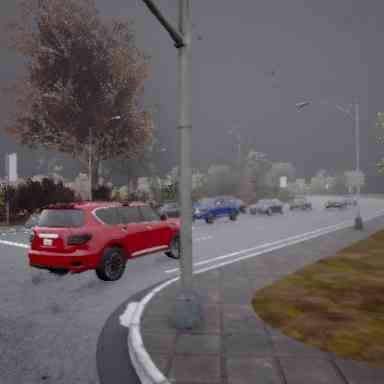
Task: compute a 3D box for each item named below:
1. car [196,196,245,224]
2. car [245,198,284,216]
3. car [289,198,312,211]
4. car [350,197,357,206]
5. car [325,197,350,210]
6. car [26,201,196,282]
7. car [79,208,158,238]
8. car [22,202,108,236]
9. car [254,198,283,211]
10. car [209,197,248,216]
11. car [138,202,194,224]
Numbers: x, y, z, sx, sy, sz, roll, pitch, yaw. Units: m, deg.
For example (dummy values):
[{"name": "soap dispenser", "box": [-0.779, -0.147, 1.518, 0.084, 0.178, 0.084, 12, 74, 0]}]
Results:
[{"name": "car", "box": [1.667, 1.357, 26.764, 2.150, 2.045, 5.566, -1, 0, 39]}, {"name": "car", "box": [7.768, 1.453, 34.560, 2.097, 1.767, 4.553, -1, 0, 37]}, {"name": "car", "box": [14.029, 1.547, 42.837, 1.837, 1.490, 4.892, -1, 0, 36]}, {"name": "car", "box": [24.464, 1.465, 51.727, 2.033, 1.411, 5.357, -1, 0, 31]}, {"name": "car", "box": [18.778, 1.585, 43.274, 1.895, 1.301, 4.718, -1, 0, 35]}, {"name": "car", "box": [-2.224, 1.303, 10.415, 2.150, 2.045, 5.566, -2, -1, 28]}, {"name": "car", "box": [-4.164, 1.713, 19.456, 1.994, 1.385, 4.181, -1, 0, 39]}, {"name": "car", "box": [-7.738, 1.538, 20.596, 2.097, 1.767, 4.553, -1, 0, 39]}, {"name": "car", "box": [9.999, 1.596, 43.285, 1.837, 1.490, 4.892, -1, 0, 37]}, {"name": "car", "box": [3.957, 1.496, 35.356, 2.097, 1.767, 4.553, -1, 0, 38]}, {"name": "car", "box": [-2.030, 1.680, 27.740, 1.837, 1.490, 4.892, -1, 0, 38]}]
